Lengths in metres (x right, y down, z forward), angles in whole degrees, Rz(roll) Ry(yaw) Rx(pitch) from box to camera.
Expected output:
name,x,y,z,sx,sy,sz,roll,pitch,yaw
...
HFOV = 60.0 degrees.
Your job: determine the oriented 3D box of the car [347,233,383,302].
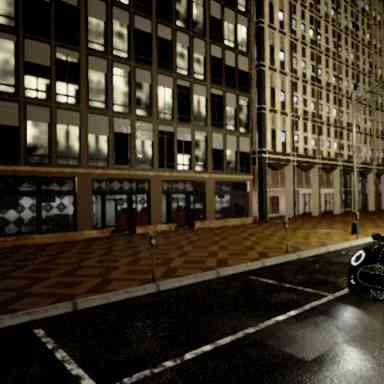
name,x,y,z,sx,sy,sz,roll,pitch,yaw
car,5.464,1.372,7.640,4.553,1.767,2.097,0,-1,-40
